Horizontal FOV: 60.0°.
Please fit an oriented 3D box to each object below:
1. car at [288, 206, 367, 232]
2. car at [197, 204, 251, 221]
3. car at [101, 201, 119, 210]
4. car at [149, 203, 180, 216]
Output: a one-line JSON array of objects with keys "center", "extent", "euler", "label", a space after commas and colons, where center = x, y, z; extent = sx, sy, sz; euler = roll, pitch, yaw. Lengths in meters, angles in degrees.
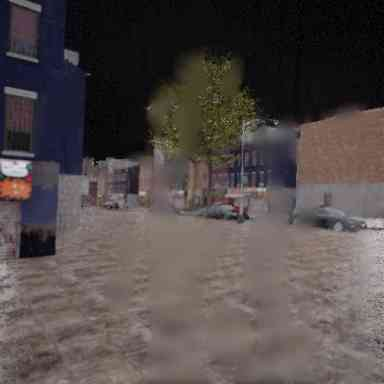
[{"center": [8.377, 1.681, 20.918], "extent": [1.837, 1.490, 4.892], "euler": [3, -2, -34], "label": "car"}, {"center": [2.644, 1.799, 29.056], "extent": [2.033, 1.411, 5.357], "euler": [3, -2, -35], "label": "car"}, {"center": [-14.324, 2.331, 58.274], "extent": [1.837, 1.490, 4.892], "euler": [3, -3, -35], "label": "car"}, {"center": [-3.120, 1.928, 37.262], "extent": [1.994, 1.385, 4.181], "euler": [3, -2, -35], "label": "car"}]
